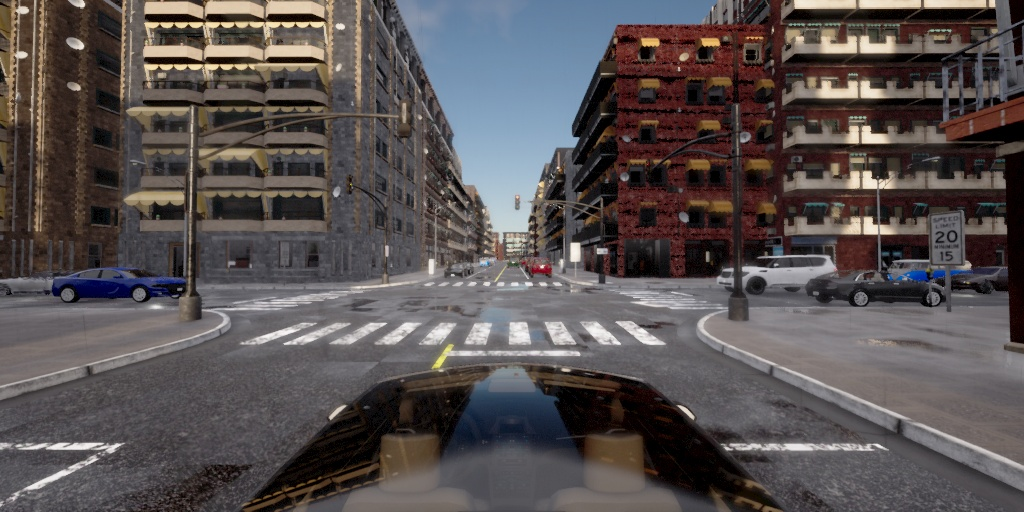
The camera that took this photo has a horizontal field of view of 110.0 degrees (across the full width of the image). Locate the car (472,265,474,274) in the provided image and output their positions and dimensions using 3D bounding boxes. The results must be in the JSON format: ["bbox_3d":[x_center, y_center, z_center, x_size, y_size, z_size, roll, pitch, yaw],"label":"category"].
[{"bbox_3d":[-5.231,1.331,39.503,1.948,1.339,4.313,0,0,0],"label":"car"}]

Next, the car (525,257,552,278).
[{"bbox_3d":[2.638,1.077,33.970,2.192,1.841,5.009,0,0,0],"label":"car"}]

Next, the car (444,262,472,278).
[{"bbox_3d":[-5.243,1.328,33.942,1.948,1.339,4.313,0,0,0],"label":"car"}]

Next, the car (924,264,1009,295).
[{"bbox_3d":[25.668,1.269,19.025,5.357,1.411,2.033,0,-1,0],"label":"car"}]

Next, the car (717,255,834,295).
[{"bbox_3d":[14.066,0.970,19.088,5.566,2.045,2.150,0,-1,0],"label":"car"}]

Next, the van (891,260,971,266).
[{"bbox_3d":[24.946,1.115,21.479,3.998,1.789,1.690,0,0,0],"label":"van"}]

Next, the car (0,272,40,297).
[{"bbox_3d":[-24.540,1.460,19.257,4.718,1.301,1.895,0,-1,0],"label":"car"}]

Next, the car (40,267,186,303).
[{"bbox_3d":[-17.582,1.254,16.284,5.008,1.535,1.882,0,-1,0],"label":"car"}]

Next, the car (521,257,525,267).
[{"bbox_3d":[2.662,1.086,45.093,2.192,1.841,5.009,0,0,0],"label":"car"}]

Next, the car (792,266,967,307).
[{"bbox_3d":[13.771,1.186,13.652,4.403,1.370,2.007,0,0,0],"label":"car"}]

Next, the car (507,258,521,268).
[{"bbox_3d":[0.233,1.173,63.003,2.097,1.767,4.553,0,0,0],"label":"car"}]
